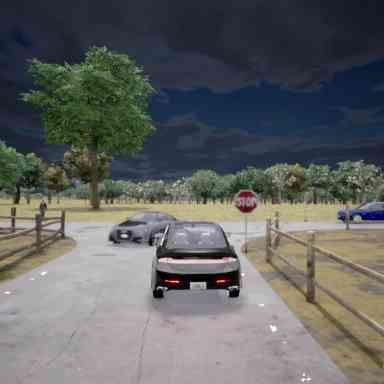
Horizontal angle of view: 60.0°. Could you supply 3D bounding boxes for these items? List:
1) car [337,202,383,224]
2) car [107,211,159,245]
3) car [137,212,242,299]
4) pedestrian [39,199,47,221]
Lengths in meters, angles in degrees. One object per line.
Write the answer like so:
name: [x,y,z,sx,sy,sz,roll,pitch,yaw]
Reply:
car: [13.096,1.487,23.979,5.008,1.535,1.882,0,-2,0]
car: [-2.003,1.592,15.272,1.994,1.385,4.181,0,0,22]
car: [0.041,1.505,8.509,2.128,1.511,4.902,0,0,-2]
pedestrian: [-12.140,1.437,27.030,0.375,1.860,0.375,0,-1,0]
